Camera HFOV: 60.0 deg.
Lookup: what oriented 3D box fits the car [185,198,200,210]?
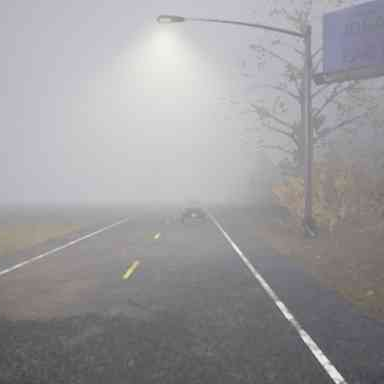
[{"bbox_3d":[0.112,1.465,42.688,1.812,1.442,4.674,0,0,0],"label":"car"}]

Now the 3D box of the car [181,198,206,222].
[{"bbox_3d":[0.109,1.488,25.957,1.812,1.442,4.674,0,0,0],"label":"car"}]
